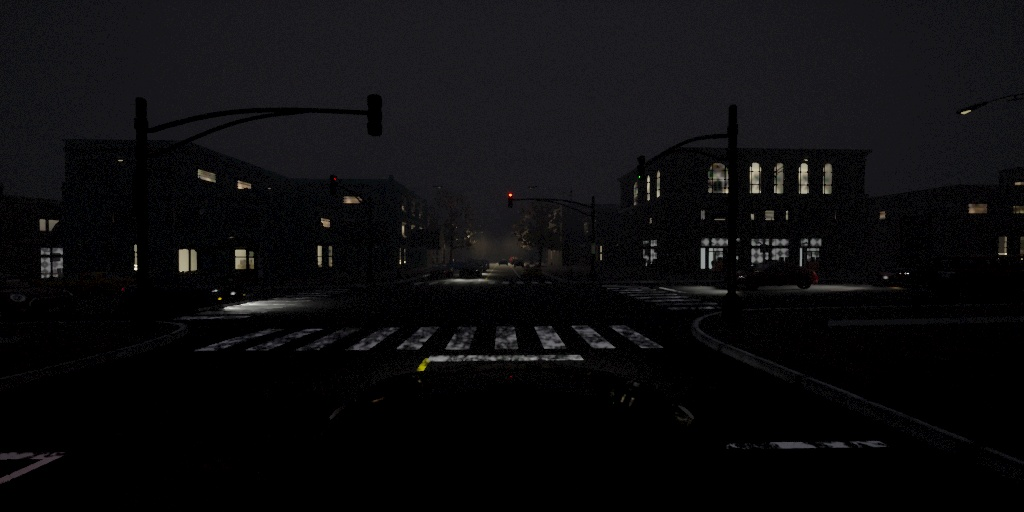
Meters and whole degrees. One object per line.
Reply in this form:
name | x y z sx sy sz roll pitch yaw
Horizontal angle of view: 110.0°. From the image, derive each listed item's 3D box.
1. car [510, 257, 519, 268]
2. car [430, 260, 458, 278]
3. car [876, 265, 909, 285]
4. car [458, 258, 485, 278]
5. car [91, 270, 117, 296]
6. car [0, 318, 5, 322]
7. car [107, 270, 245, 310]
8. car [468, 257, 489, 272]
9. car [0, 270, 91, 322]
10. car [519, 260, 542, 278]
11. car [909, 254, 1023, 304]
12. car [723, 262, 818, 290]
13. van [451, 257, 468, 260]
car | 1.178 1.288 61.531 2.007 1.370 4.403 0 0 -1
car | -6.492 1.326 33.595 1.802 1.307 4.207 0 0 -1
car | 23.528 0.918 20.328 4.902 1.511 2.128 -1 1 -2
car | -3.920 1.222 34.421 1.882 1.535 5.008 0 0 -2
car | -24.497 1.501 20.840 4.829 1.417 1.751 0 0 -2
car | -5.661 1.295 1.086 1.888 1.381 4.507 0 0 -1
car | -14.119 1.472 15.490 4.181 1.385 1.994 -1 1 -2
car | -4.180 1.220 44.461 1.882 1.535 5.008 0 0 -1
car | -18.346 1.423 12.752 4.097 1.591 1.967 0 0 -2
car | 1.881 1.270 33.979 1.751 1.417 4.829 0 0 -1
car | 19.642 0.843 14.370 5.009 1.841 2.192 0 0 -2
car | 14.306 1.063 19.928 4.674 1.442 1.812 -1 1 -2
van | -6.775 1.083 44.683 1.690 1.789 3.998 0 0 -1
